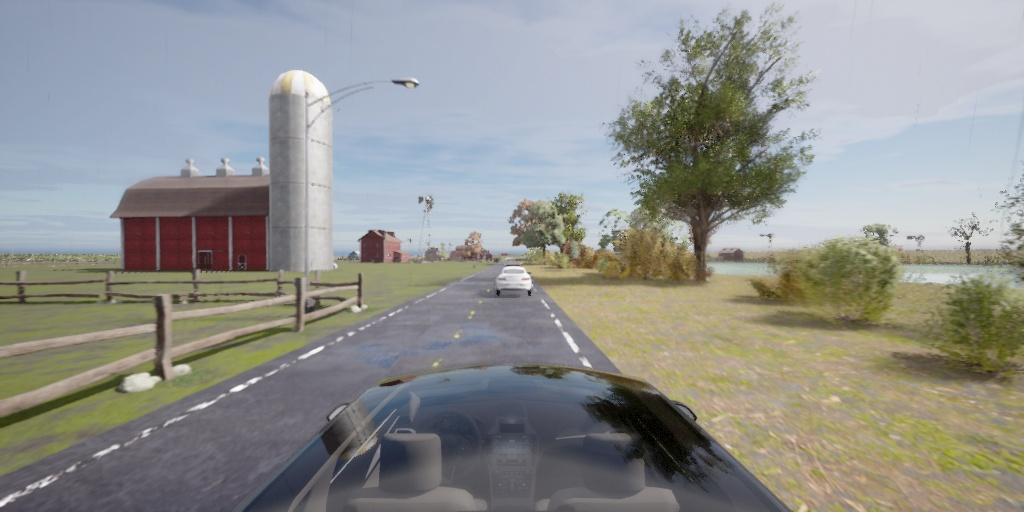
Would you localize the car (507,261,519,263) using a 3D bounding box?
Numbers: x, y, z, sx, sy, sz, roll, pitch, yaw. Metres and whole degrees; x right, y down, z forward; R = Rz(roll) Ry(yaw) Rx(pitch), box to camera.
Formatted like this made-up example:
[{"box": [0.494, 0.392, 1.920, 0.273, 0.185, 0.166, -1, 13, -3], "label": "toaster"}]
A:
[{"box": [0.101, 1.308, 42.171, 1.882, 1.535, 5.008, 0, 0, 0], "label": "car"}]

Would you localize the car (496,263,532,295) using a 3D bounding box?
[{"box": [0.100, 1.289, 19.809, 1.812, 1.442, 4.674, 0, 0, 0], "label": "car"}]
